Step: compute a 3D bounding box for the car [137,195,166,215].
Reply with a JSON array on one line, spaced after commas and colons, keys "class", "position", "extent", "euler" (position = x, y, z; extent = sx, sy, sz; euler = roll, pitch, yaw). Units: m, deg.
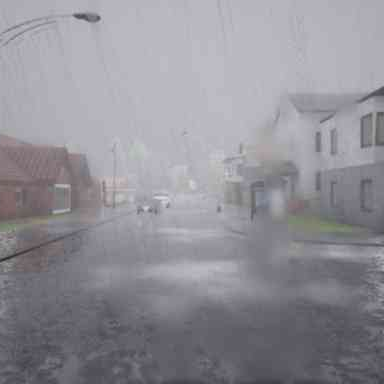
[{"class": "car", "position": [-4.075, 1.312, 32.092], "extent": [2.128, 1.511, 4.902], "euler": [0, 0, 0]}]

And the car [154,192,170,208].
[{"class": "car", "position": [-4.077, 0.979, 43.722], "extent": [2.150, 2.045, 5.566], "euler": [0, 0, -1]}]
